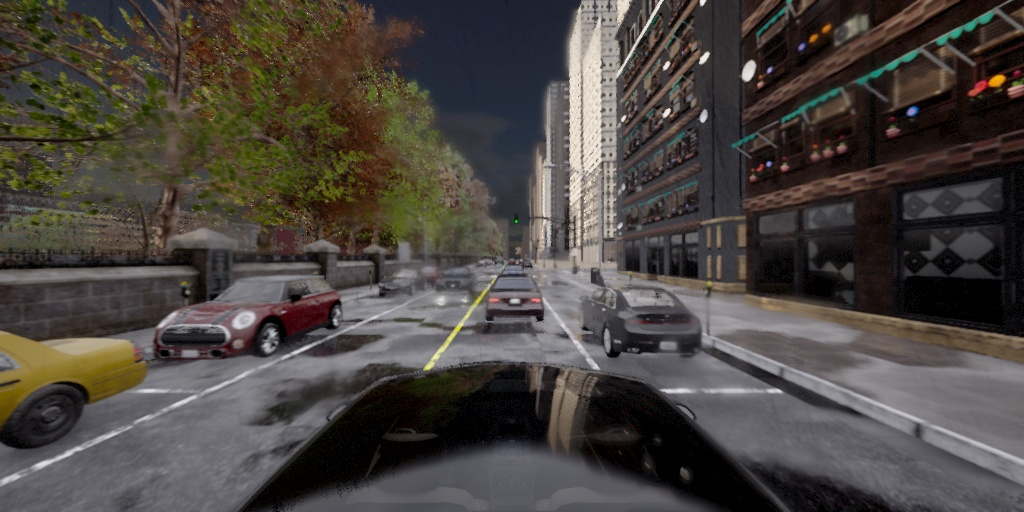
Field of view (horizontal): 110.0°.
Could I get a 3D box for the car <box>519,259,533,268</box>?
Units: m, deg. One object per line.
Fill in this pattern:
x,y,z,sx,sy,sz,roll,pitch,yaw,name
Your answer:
2.670,1.466,62.865,1.948,1.339,4.313,0,0,0,car

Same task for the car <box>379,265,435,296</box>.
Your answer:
-5.774,1.337,19.405,2.007,1.370,4.403,0,0,0,car

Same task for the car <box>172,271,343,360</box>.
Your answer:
-5.694,1.203,8.329,1.967,1.591,4.097,0,0,0,car

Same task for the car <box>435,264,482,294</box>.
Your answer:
-3.090,1.354,20.712,1.994,1.385,4.181,0,0,0,car

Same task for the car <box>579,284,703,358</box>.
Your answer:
2.687,1.314,8.334,2.007,1.370,4.403,0,0,0,car

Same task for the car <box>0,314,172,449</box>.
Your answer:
-5.692,1.278,2.620,1.751,1.417,4.829,0,0,0,car

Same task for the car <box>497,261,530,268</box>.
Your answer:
0.092,1.356,28.810,2.033,1.411,5.357,0,0,0,car

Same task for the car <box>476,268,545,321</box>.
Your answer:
0.096,1.320,12.598,2.033,1.411,5.357,0,0,0,car
